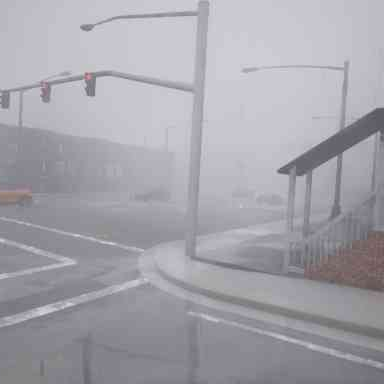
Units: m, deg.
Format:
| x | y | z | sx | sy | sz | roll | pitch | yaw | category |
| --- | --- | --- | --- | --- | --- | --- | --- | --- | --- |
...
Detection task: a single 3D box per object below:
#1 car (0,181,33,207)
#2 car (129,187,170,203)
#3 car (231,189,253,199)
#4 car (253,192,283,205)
| x | y | z | sx | sy | sz | roll | pitch | yaw | category |
| --- | --- | --- | --- | --- | --- | --- | --- | --- | --- |
| -12.897 | 0.081 | 21.639 | 2.097 | 1.767 | 4.553 | 5 | 3 | 35 | car |
| -4.211 | 0.217 | 33.837 | 2.128 | 1.511 | 4.902 | 5 | 3 | 36 | car |
| 7.758 | 0.258 | 50.333 | 1.837 | 1.490 | 4.892 | 5 | 2 | 36 | car |
| 9.610 | 0.780 | 40.773 | 1.994 | 1.385 | 4.181 | 5 | 3 | 36 | car |
